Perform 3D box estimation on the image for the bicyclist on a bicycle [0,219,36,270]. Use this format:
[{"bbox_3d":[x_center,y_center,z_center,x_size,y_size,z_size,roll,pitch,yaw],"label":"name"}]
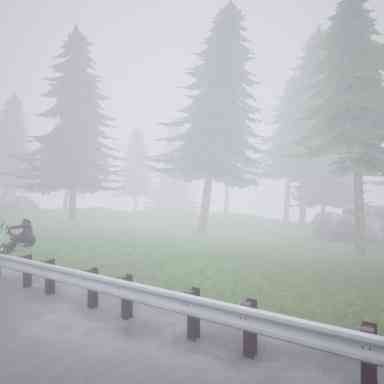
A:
[{"bbox_3d":[-4.953,1.329,9.204,1.656,0.582,1.620,32,32,-2],"label":"bicyclist on a bicycle"}]
